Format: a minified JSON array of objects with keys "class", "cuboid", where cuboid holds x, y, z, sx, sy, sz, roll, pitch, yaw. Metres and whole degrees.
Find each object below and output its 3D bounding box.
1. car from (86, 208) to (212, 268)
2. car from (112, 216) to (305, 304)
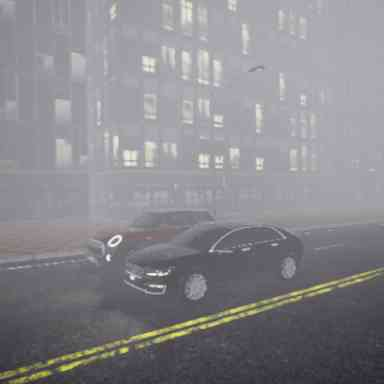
[{"class":"car","cuboid":[-1.056,1.346,10.914,4.553,1.767,2.097,0,0,-35]},{"class":"car","cuboid":[0.759,1.499,8.217,4.892,1.490,1.837,0,0,-35]}]
